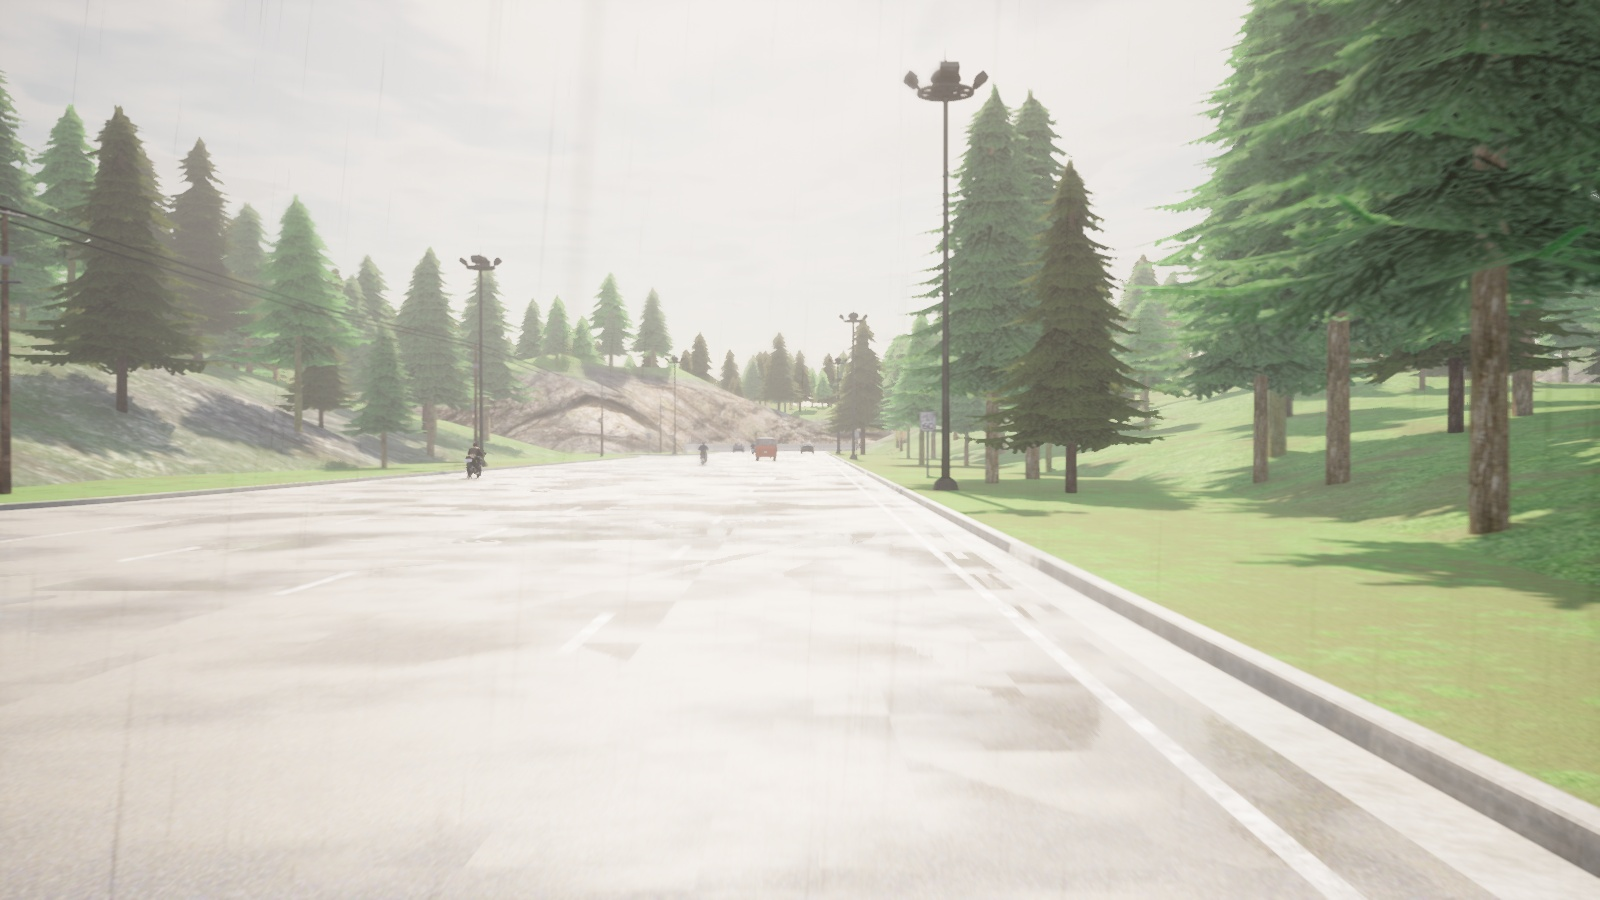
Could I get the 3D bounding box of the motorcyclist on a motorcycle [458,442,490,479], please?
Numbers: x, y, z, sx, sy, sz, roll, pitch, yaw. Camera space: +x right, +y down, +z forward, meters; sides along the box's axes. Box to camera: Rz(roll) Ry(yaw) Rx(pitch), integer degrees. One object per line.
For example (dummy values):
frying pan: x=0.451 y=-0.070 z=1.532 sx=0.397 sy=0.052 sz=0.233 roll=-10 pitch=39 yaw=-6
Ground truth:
motorcyclist on a motorcycle: x=-13.686 y=0.421 z=52.802 sx=0.797 sy=1.523 sz=2.044 roll=0 pitch=0 yaw=0
